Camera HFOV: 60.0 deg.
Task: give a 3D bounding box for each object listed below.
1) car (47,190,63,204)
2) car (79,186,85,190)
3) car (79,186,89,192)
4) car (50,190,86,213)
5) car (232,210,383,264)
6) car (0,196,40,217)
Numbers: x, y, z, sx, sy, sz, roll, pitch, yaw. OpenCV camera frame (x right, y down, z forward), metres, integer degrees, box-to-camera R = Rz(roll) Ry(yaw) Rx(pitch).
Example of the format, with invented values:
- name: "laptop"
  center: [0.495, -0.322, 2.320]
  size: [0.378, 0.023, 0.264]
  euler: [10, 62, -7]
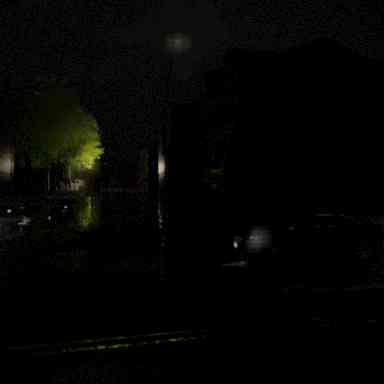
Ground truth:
- name: "car"
  center: [-14.749, 0.522, 37.240]
  size: [1.812, 1.442, 4.674]
  euler: [0, 2, -11]
- name: "car"
  center: [-24.907, -0.634, 76.310]
  size: [2.008, 1.369, 4.403]
  euler: [2, 1, -11]
- name: "car"
  center: [-25.315, -0.716, 78.240]
  size: [1.752, 1.417, 4.829]
  euler: [2, 1, -11]
- name: "car"
  center: [-9.833, 0.859, 27.024]
  size: [1.812, 1.442, 4.674]
  euler: [0, 2, -11]
- name: "car"
  center: [3.791, 1.377, 10.955]
  size: [4.902, 1.511, 2.128]
  euler: [-1, 0, -11]
- name: "car"
  center: [-12.122, 0.980, 23.330]
  size: [1.994, 1.385, 4.181]
  euler: [0, 2, -11]
